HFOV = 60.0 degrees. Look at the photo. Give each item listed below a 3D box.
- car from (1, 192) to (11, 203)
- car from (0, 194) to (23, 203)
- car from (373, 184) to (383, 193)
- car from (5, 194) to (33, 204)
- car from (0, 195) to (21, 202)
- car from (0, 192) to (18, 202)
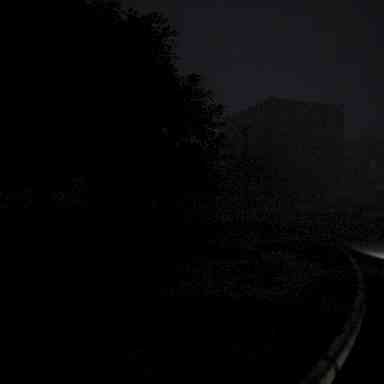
[{"bbox_3d":[-34.640,1.420,66.190,4.553,1.767,2.185,-1,1,-38],"label":"car"},{"bbox_3d":[-39.781,1.383,72.762,4.553,1.767,2.185,-1,1,-38],"label":"car"},{"bbox_3d":[29.213,-0.735,49.418,5.366,1.575,1.946,-5,2,-27],"label":"car"},{"bbox_3d":[-31.337,1.581,61.874,4.792,1.488,2.163,-1,1,-38],"label":"car"},{"bbox_3d":[-41.598,1.490,75.029,5.008,1.535,2.097,-1,1,-38],"label":"car"},{"bbox_3d":[-44.921,1.203,79.325,5.566,2.045,2.435,-1,1,-38],"label":"car"}]
